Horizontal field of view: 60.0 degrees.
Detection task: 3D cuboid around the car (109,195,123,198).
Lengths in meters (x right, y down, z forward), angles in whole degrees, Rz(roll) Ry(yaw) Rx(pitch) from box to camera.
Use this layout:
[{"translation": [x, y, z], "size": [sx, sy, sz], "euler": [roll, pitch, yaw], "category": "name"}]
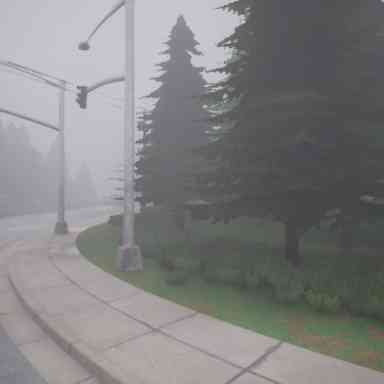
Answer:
[{"translation": [-12.907, 1.300, 59.205], "size": [1.511, 2.128, 4.902], "euler": [-42, -14, 7], "category": "car"}]
